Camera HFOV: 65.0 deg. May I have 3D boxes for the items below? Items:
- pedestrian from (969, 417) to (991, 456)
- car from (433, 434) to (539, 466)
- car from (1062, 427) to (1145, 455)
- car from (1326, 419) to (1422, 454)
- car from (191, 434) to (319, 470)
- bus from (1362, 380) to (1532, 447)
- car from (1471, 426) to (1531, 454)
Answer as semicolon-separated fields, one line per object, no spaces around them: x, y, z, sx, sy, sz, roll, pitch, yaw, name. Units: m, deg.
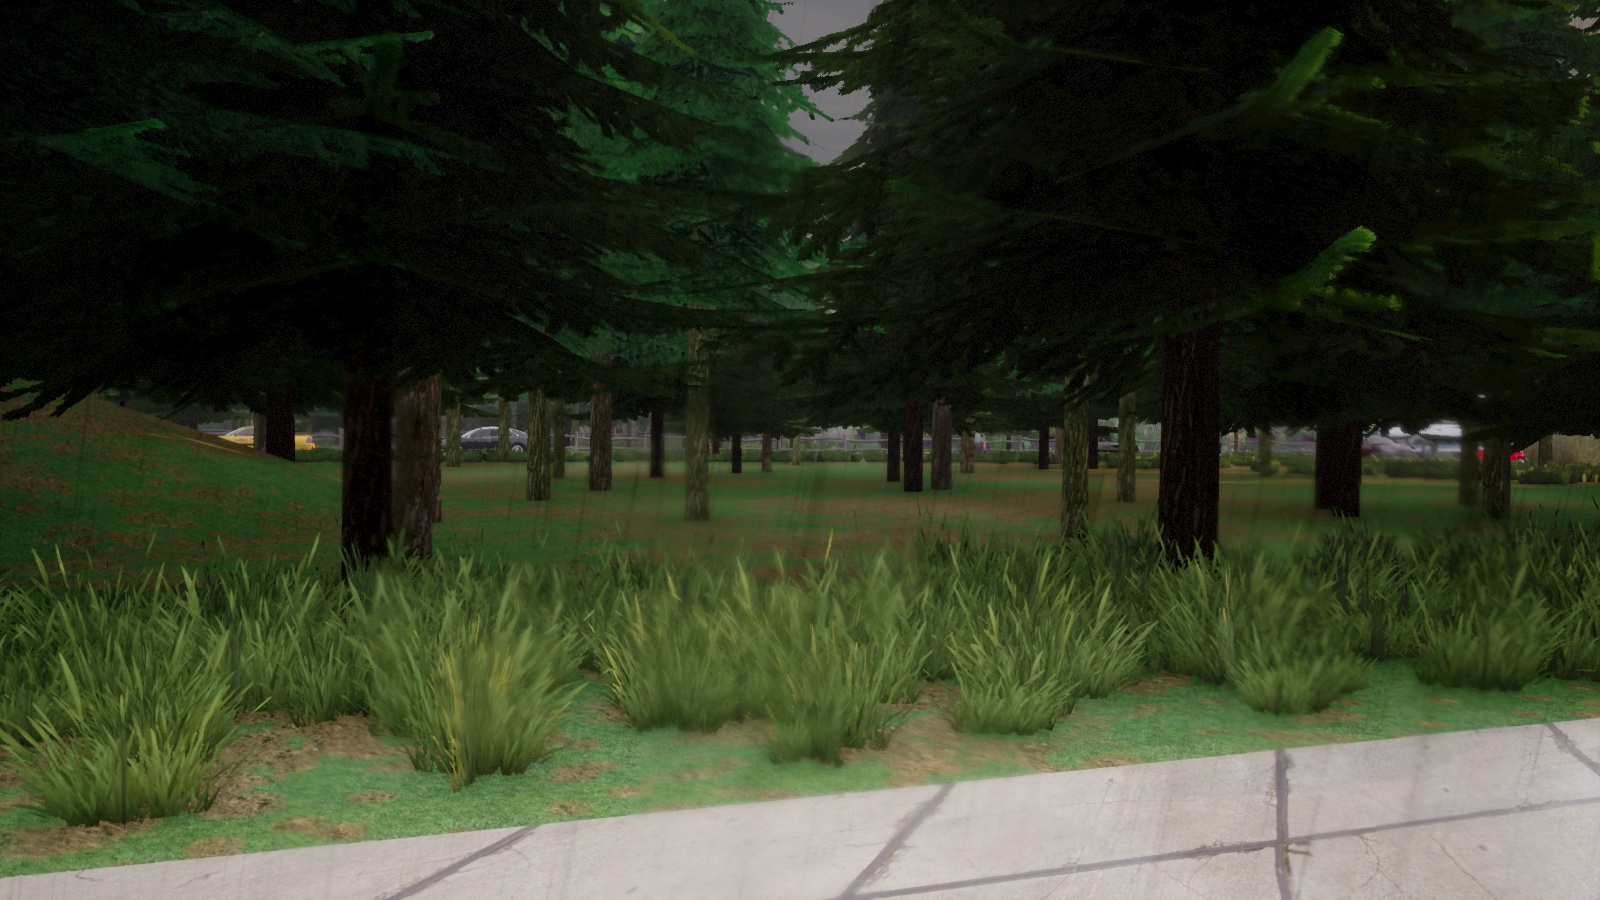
8.980;-0.669;62.797;0.873;1.952;0.659;-1;1;-17;pedestrian
-15.475;-0.037;61.913;4.892;1.490;1.837;-1;1;-21;car
16.977;-0.523;70.245;4.193;1.474;1.816;-1;1;-19;car
30.272;-0.723;66.376;2.097;1.767;4.553;-1;1;-18;car
-25.178;0.062;58.221;5.366;1.575;1.801;-1;1;-21;car
42.684;-2.396;82.883;10.273;4.253;3.944;-1;1;-19;bus
35.301;-0.532;63.280;1.481;1.376;2.207;-1;1;-22;car
